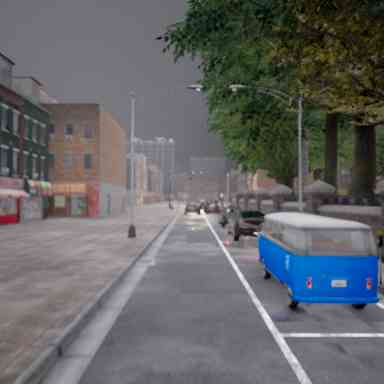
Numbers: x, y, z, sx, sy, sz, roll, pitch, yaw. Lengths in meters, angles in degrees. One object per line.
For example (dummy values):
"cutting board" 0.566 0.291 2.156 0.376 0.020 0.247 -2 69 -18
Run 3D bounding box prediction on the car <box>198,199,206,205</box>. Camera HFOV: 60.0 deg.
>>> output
"car" 2.565 2.713 88.706 1.887 1.381 4.507 0 -1 0

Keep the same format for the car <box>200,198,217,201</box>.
"car" 2.607 1.870 45.971 2.192 1.841 5.009 1 -1 0

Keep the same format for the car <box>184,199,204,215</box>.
"car" 0.040 1.988 41.671 2.128 1.511 4.902 0 -1 -1

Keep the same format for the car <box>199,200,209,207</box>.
"car" 2.580 2.468 72.396 1.887 1.381 4.507 1 -1 0

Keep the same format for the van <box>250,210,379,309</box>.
"van" 2.643 1.430 7.827 1.690 1.788 3.998 1 -1 0

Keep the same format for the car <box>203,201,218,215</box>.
"car" 2.609 2.065 40.519 1.802 1.307 4.206 1 -1 0

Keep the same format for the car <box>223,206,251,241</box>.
"car" 3.004 1.711 18.103 1.837 1.490 4.892 0 -1 0

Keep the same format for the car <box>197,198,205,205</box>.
"car" 2.562 2.567 94.146 2.192 1.841 5.009 0 -1 0

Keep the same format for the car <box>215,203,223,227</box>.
"car" 3.001 1.816 25.103 1.812 1.442 4.674 0 -1 0
